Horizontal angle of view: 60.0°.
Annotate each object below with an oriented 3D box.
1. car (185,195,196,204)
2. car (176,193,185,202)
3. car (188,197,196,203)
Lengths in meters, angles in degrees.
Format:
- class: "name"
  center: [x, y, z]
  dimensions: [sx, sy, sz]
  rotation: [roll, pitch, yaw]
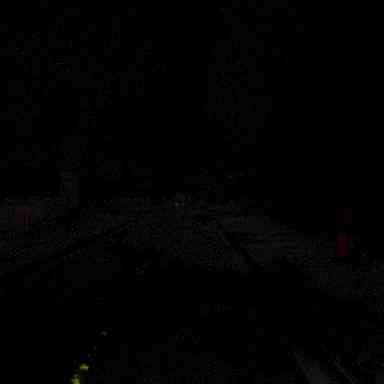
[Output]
- class: "car"
  center: [0.010, 1.961, 75.501]
  dimensions: [2.128, 1.511, 4.902]
  rotation: [0, -1, 0]
- class: "car"
  center: [-2.741, 1.354, 80.900]
  dimensions: [2.150, 2.045, 5.566]
  rotation: [0, -1, 0]
- class: "car"
  center: [0.011, 1.985, 85.923]
  dimensions: [2.128, 1.511, 4.902]
  rotation: [0, -1, 0]
